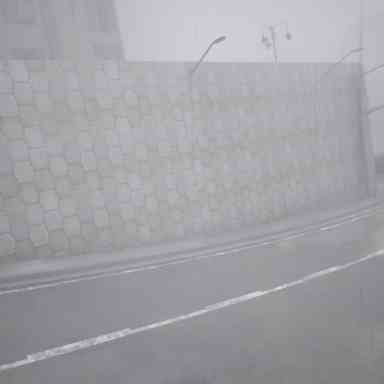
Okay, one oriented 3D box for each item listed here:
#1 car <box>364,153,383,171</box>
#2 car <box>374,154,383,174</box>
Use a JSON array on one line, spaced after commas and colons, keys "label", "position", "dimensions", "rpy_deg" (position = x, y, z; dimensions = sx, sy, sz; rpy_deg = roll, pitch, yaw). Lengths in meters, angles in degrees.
[{"label": "car", "position": [19.662, -3.056, 32.225], "dimensions": [1.837, 1.490, 4.892], "rpy_deg": [-15, 8, -35]}, {"label": "car", "position": [17.342, -2.306, 29.487], "dimensions": [2.128, 1.511, 4.902], "rpy_deg": [-15, 9, -34]}]
